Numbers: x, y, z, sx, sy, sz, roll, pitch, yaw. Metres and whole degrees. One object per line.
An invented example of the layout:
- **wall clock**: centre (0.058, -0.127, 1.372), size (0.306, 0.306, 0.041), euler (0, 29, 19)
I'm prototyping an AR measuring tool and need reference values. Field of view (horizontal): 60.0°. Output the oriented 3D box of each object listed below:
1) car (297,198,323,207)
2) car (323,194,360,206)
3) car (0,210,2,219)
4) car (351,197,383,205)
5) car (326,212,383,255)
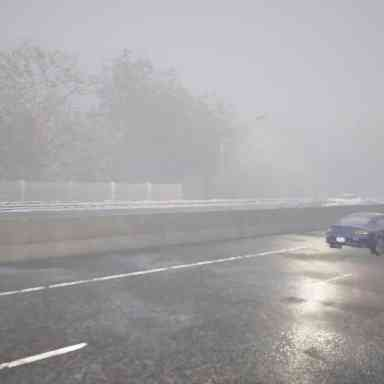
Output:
- **car**: centre (16.559, 1.542, 45.804), size (5.008, 1.535, 1.882), euler (0, 0, -35)
- **car**: centre (20.299, 1.288, 44.176), size (5.566, 2.045, 2.150), euler (0, 0, -35)
- **car**: centre (-12.604, 1.224, 16.495), size (5.566, 2.045, 2.150), euler (0, 0, -35)
- **car**: centre (22.240, 1.667, 41.265), size (4.718, 1.301, 1.895), euler (0, 0, -35)
- **car**: centre (7.233, 1.547, 13.320), size (4.674, 1.442, 1.812), euler (0, 0, -35)
